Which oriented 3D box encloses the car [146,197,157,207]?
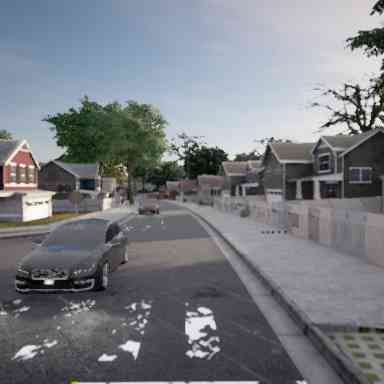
[{"bbox_3d":[-7.167,1.706,58.827,1.837,1.490,4.892,0,0,-8],"label":"car"}]

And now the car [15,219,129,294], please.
[{"bbox_3d":[-2.900,1.543,9.032,1.837,1.490,4.892,0,0,-1],"label":"car"}]

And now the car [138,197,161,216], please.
[{"bbox_3d":[-4.300,1.424,34.063,2.097,1.767,4.553,0,0,-5],"label":"car"}]
